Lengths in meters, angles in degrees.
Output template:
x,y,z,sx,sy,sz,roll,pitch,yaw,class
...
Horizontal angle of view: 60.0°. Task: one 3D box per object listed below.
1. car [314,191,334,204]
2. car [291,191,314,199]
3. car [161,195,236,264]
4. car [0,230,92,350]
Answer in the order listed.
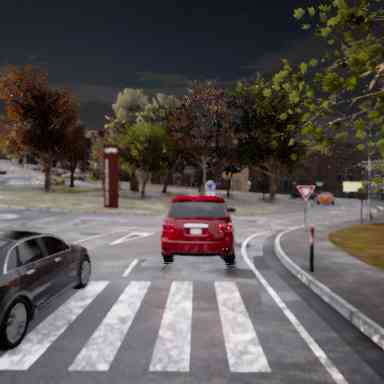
x,y,z,sx,sy,sz,roll,pitch,yaw,class
18.551,0.665,46.191,2.097,1.767,4.553,1,2,23,car
19.609,0.457,58.198,2.033,1.411,5.357,-1,2,-21,car
0.336,1.119,11.585,2.150,2.045,5.566,0,1,5,car
-3.357,1.458,6.134,1.837,1.490,4.892,0,0,1,car
